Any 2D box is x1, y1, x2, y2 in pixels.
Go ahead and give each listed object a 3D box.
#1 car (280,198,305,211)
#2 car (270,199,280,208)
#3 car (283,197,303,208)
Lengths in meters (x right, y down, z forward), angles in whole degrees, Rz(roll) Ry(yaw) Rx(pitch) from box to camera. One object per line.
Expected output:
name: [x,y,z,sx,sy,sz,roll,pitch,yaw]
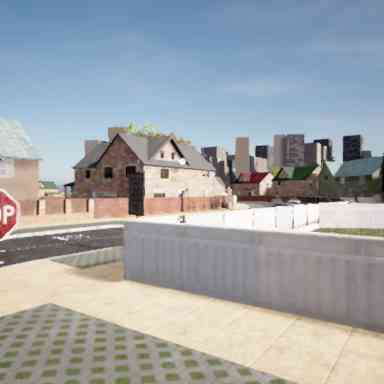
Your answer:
car: [11.520,1.674,37.438,1.812,1.442,4.674,1,0,25]
car: [12.037,1.672,47.157,2.033,1.411,5.357,1,0,13]
car: [15.636,1.658,51.722,2.128,1.511,4.902,1,0,7]
